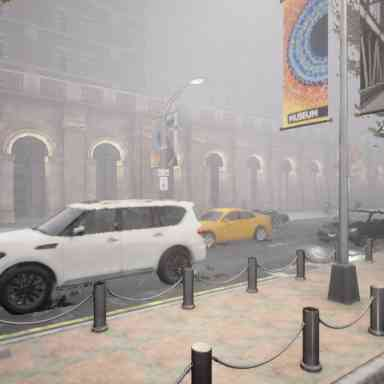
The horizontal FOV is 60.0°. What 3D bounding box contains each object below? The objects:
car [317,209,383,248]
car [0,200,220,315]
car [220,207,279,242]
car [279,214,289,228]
[{"bbox_3d":[7.635,1.526,15.052,4.674,1.442,1.812,0,0,-36],"label":"car"},{"bbox_3d":[-2.217,1.222,7.941,5.566,2.045,2.150,0,0,-36],"label":"car"},{"bbox_3d":[1.384,1.478,14.852,5.008,1.535,1.882,0,0,-36],"label":"car"},{"bbox_3d":[3.782,1.595,20.477,4.718,1.301,1.895,0,0,-36],"label":"car"}]
